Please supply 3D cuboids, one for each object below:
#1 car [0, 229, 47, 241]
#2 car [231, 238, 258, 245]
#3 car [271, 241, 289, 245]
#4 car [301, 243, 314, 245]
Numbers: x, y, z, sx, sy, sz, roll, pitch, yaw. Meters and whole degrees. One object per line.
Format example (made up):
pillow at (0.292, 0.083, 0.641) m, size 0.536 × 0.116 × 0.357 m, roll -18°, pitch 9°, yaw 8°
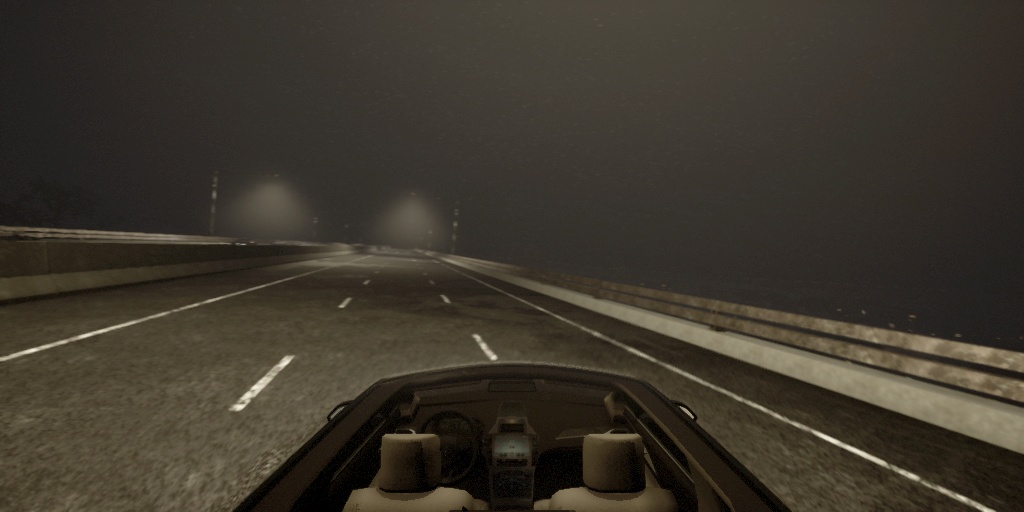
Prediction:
car at (-18.302, -0.239, 11.868) m, size 2.128 × 1.511 × 4.902 m, roll 5°, pitch 0°, yaw -17°
car at (-36.999, -1.765, 49.701) m, size 1.837 × 1.490 × 4.892 m, roll 5°, pitch 1°, yaw -17°
car at (-34.462, -1.473, 53.369) m, size 1.994 × 1.385 × 4.181 m, roll 5°, pitch 0°, yaw -17°
car at (-31.234, -1.246, 54.758) m, size 2.033 × 1.411 × 5.357 m, roll 5°, pitch 0°, yaw -17°
